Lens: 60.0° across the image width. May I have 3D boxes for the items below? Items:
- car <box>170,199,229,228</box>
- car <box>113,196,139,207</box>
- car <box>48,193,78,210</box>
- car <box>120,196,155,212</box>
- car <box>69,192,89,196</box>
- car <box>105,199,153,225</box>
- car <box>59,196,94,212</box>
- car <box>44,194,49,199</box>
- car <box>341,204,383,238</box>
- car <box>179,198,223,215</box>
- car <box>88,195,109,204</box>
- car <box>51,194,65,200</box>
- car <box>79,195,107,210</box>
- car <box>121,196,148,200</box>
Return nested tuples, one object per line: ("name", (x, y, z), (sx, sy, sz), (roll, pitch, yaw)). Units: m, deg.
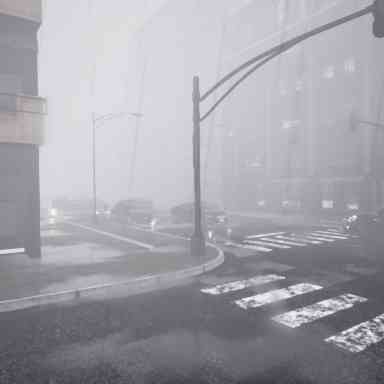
("car", (0.392, 1.434, 22.020), (2.128, 1.511, 4.902), (-1, 1, -35))
("car", (-9.126, 1.266, 45.950), (1.752, 1.417, 4.829), (-1, 1, -35))
("car", (-15.918, 1.313, 41.040), (1.967, 1.590, 4.097), (-1, 1, -35))
("car", (-6.125, 1.298, 37.058), (1.882, 1.535, 5.008), (-1, 1, -35))
("car", (-17.916, 1.082, 54.061), (2.097, 1.767, 4.553), (-1, 1, -35))
("car", (-4.417, 1.509, 24.199), (1.887, 1.381, 4.507), (-1, 1, -35))
("car", (-12.683, 1.448, 36.368), (2.008, 1.369, 4.403), (-1, 1, -35))
("car", (-34.998, 1.075, 83.330), (1.752, 1.417, 4.829), (-1, 1, -35))
("car", (9.827, 1.324, 16.298), (4.553, 1.767, 2.097), (1, 0, 19))
("car", (0.757, 1.360, 31.856), (1.887, 1.381, 4.507), (-1, 1, -35))
("car", (-15.594, 1.217, 55.295), (1.752, 1.417, 4.829), (-1, 1, -35))
("car", (-31.667, 1.124, 78.518), (2.008, 1.369, 4.403), (-1, 1, -35))
("car", (-11.494, 1.397, 39.210), (2.033, 1.411, 5.357), (-1, 1, -35))
("car", (-5.493, 1.374, 30.526), (1.882, 1.535, 5.008), (-1, 1, -35))
